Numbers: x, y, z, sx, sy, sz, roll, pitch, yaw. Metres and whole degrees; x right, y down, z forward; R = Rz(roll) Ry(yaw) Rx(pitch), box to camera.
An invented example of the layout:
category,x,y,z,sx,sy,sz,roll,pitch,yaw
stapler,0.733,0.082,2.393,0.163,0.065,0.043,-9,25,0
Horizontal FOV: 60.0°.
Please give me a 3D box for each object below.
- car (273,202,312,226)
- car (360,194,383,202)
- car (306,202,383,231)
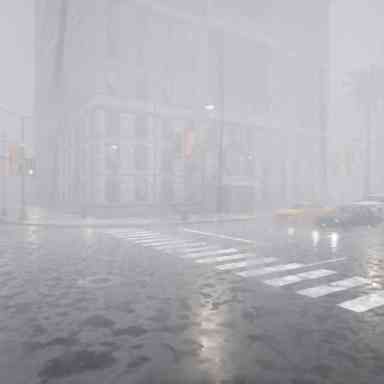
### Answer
category,x,y,z,sx,sy,sz,roll,pitch,yaw
car,7.993,1.478,23.840,5.008,1.535,1.882,0,0,-34
car,16.471,1.221,29.472,5.566,2.045,2.150,0,0,-33
car,9.922,1.547,20.924,5.357,1.411,2.033,0,0,-34
